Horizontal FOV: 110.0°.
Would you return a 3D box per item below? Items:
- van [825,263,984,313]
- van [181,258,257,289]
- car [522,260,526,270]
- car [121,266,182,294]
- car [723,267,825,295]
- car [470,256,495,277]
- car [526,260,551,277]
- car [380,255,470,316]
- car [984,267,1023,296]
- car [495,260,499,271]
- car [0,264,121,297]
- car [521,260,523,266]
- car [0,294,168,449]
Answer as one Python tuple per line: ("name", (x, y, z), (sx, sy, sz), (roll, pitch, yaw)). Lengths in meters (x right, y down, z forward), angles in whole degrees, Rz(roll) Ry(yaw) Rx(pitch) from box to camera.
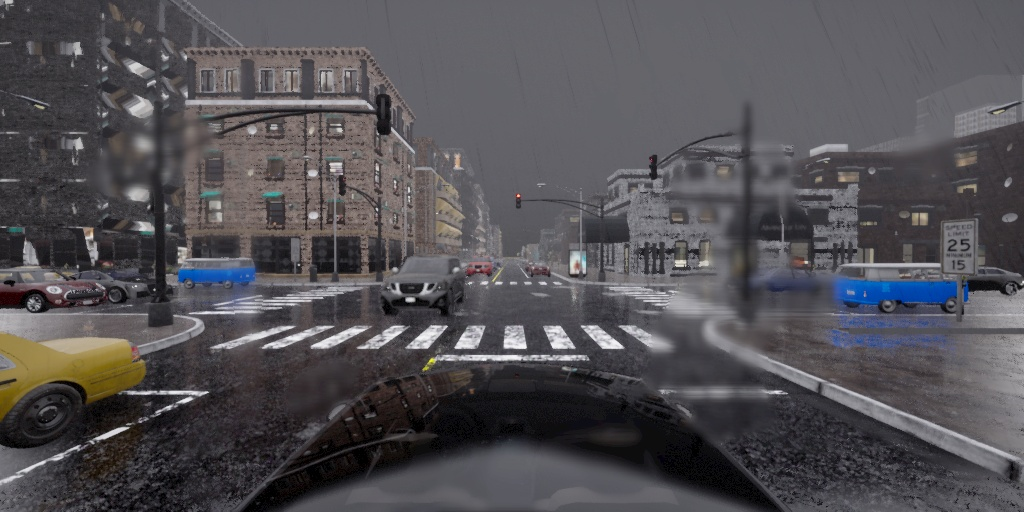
("van", (14.648, 1.156, 13.548), (3.998, 1.789, 1.690), (0, 0, 0))
("van", (-17.778, 1.030, 21.666), (3.998, 1.789, 1.690), (0, 0, 0))
("car", (2.660, 1.347, 46.634), (1.802, 1.307, 4.207), (0, 0, 0))
("car", (-17.743, 1.296, 15.869), (4.181, 1.385, 1.994), (0, 0, -1))
("car", (14.498, 1.320, 19.334), (5.357, 1.411, 2.033), (0, 0, -1))
("car", (-3.122, 0.979, 35.729), (2.150, 2.045, 5.566), (0, 0, 0))
("car", (2.668, 1.195, 35.241), (1.967, 1.591, 4.097), (0, 0, 0))
("car", (-3.103, 0.985, 13.704), (2.150, 2.045, 5.566), (0, 0, 0))
("car", (24.423, 1.290, 19.411), (4.902, 1.511, 2.128), (0, 0, 0))
("car", (-3.129, 1.293, 49.737), (1.812, 1.442, 4.674), (0, 0, 0))
("car", (-17.730, 1.190, 13.286), (4.097, 1.591, 1.967), (0, 0, 0))
("car", (2.656, 1.321, 52.331), (2.007, 1.370, 4.403), (0, 0, 0))
("car", (-5.692, 1.275, 2.598), (1.751, 1.417, 4.829), (0, 0, 0))
